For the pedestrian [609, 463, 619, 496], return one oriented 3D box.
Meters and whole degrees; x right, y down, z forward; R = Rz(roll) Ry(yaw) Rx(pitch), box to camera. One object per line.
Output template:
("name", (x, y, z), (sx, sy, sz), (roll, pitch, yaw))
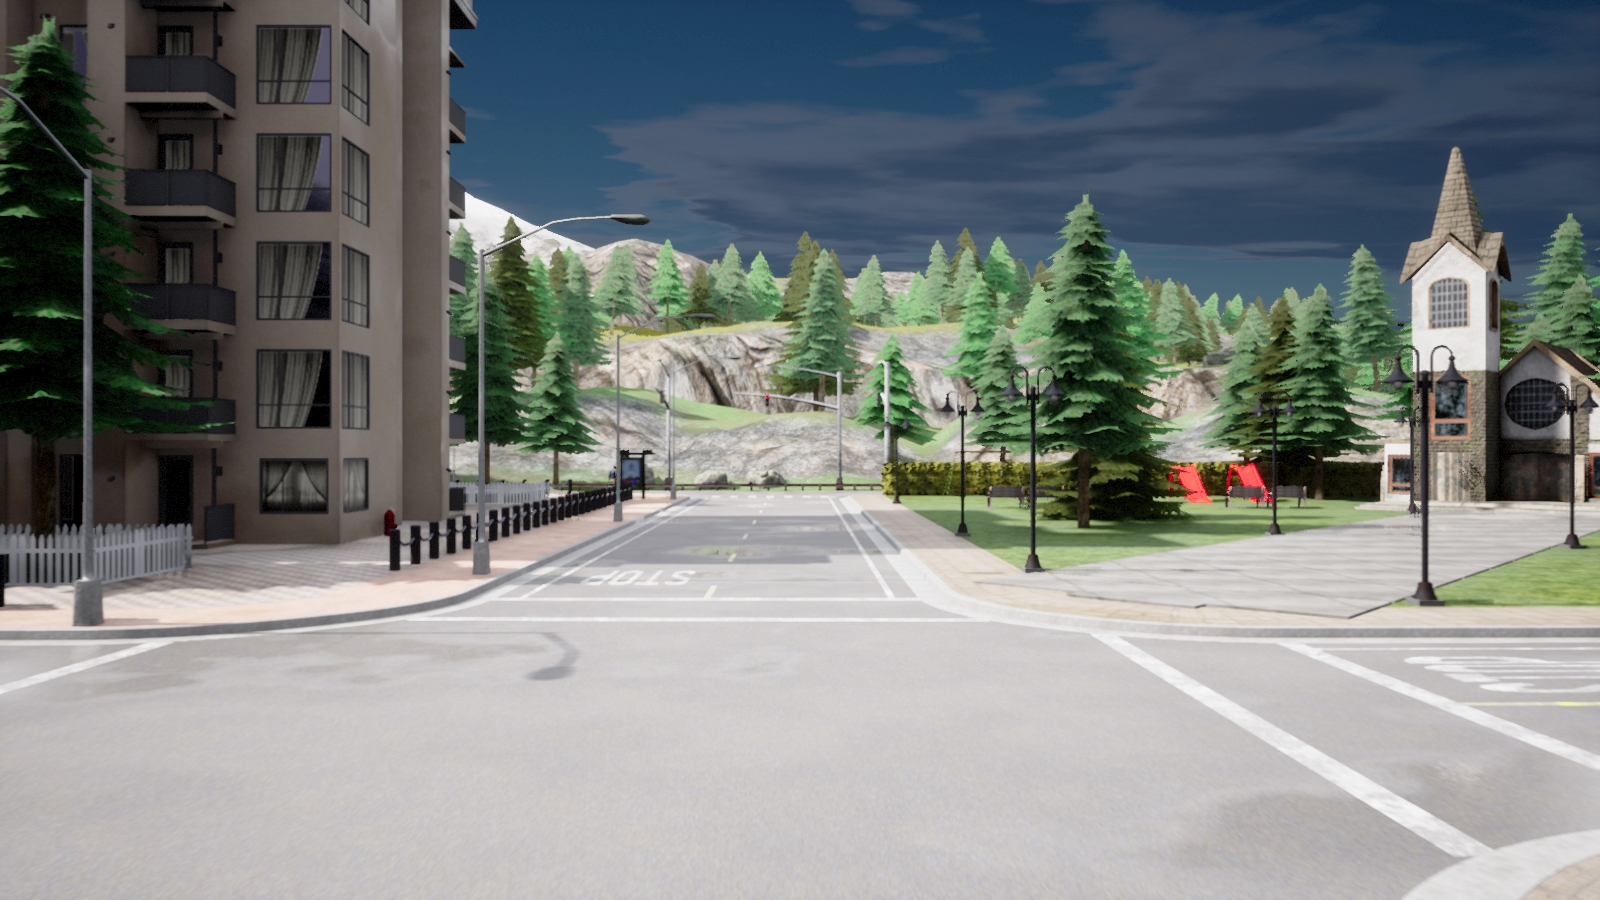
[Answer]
("pedestrian", (-10.640, 1.669, 65.384), (0.375, 1.860, 0.375), (0, 0, 39))
